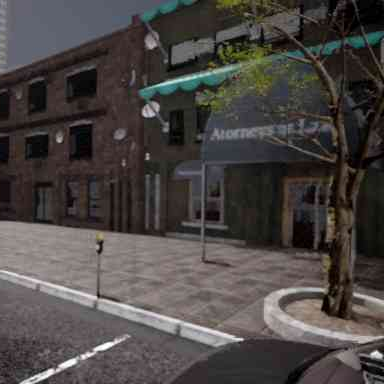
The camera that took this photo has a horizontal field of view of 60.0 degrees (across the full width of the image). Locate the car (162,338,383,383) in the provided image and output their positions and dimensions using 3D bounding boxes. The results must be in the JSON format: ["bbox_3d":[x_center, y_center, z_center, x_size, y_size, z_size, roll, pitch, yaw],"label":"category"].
[{"bbox_3d":[1.644,1.552,1.691,4.403,1.369,2.008,0,1,36],"label":"car"}]
